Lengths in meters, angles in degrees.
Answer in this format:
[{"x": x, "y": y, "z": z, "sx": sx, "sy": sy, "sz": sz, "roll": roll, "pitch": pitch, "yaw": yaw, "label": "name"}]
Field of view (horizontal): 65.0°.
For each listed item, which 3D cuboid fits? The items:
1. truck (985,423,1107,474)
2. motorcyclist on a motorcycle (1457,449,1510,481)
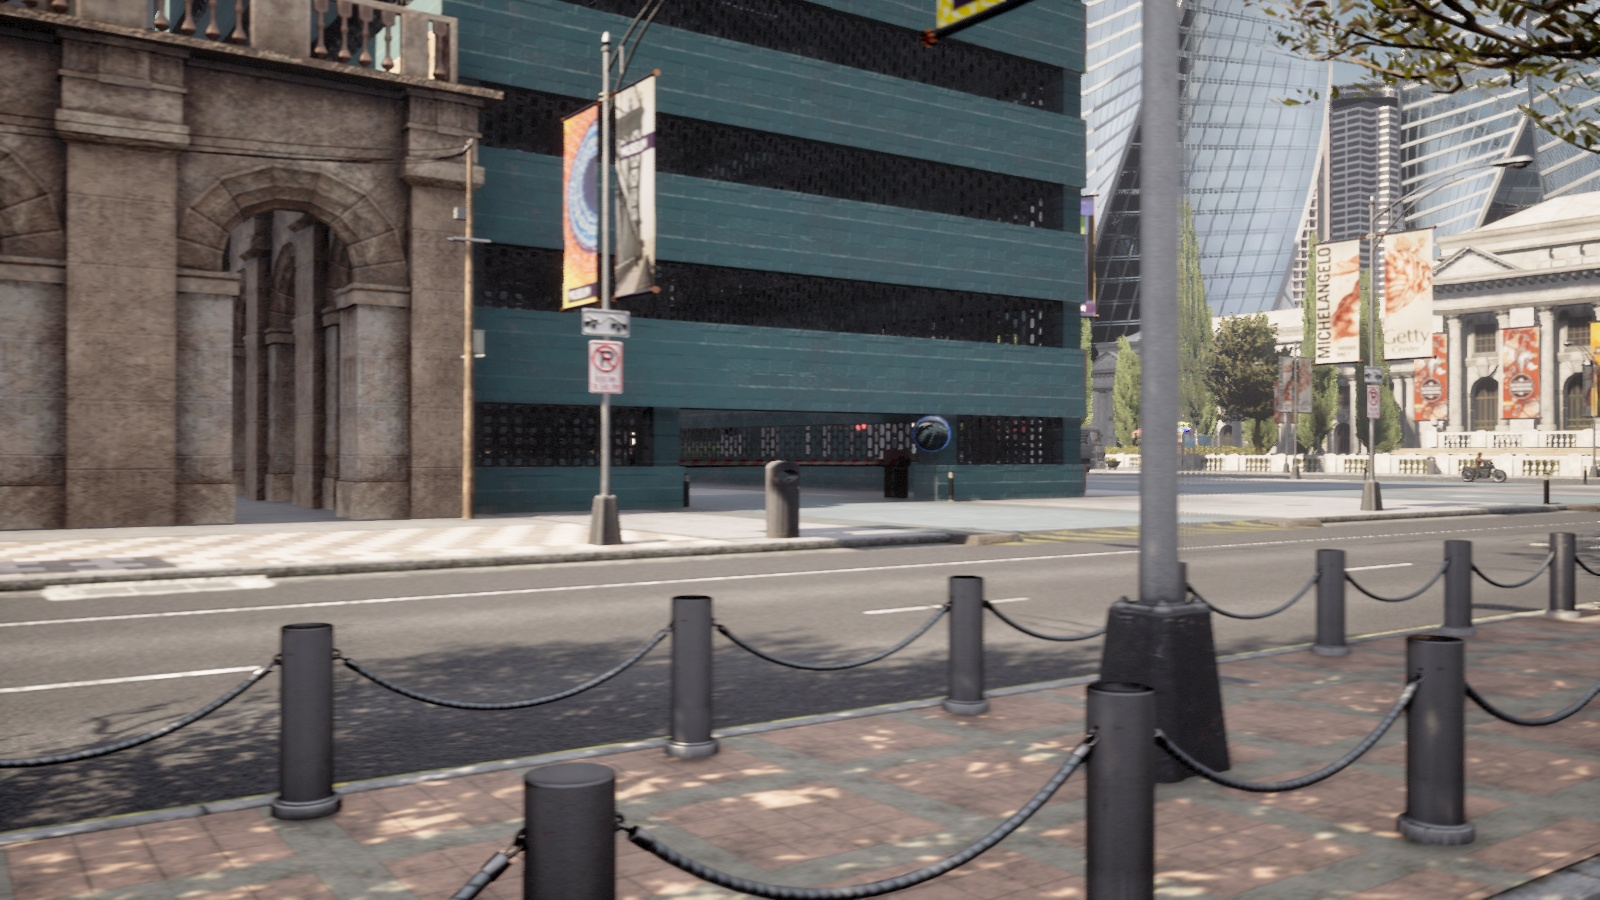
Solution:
[{"x": 17.304, "y": -0.057, "z": 88.414, "sx": 7.936, "sy": 3.462, "sz": 2.891, "roll": 0, "pitch": 0, "yaw": 29, "label": "truck"}, {"x": 36.276, "y": 0.782, "z": 66.686, "sx": 0.766, "sy": 1.649, "sz": 2.350, "roll": 0, "pitch": 0, "yaw": -35, "label": "motorcyclist on a motorcycle"}]
